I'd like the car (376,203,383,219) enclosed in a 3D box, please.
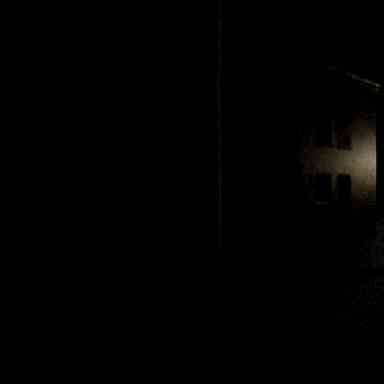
[{"bbox_3d":[16.256,1.683,29.091,1.967,1.590,4.097,1,0,-35],"label":"car"}]
